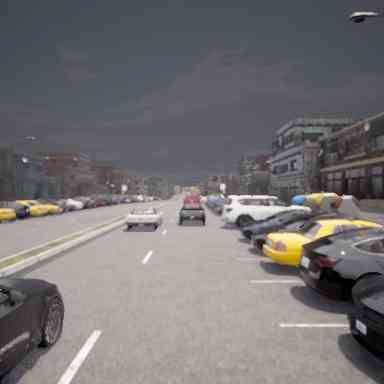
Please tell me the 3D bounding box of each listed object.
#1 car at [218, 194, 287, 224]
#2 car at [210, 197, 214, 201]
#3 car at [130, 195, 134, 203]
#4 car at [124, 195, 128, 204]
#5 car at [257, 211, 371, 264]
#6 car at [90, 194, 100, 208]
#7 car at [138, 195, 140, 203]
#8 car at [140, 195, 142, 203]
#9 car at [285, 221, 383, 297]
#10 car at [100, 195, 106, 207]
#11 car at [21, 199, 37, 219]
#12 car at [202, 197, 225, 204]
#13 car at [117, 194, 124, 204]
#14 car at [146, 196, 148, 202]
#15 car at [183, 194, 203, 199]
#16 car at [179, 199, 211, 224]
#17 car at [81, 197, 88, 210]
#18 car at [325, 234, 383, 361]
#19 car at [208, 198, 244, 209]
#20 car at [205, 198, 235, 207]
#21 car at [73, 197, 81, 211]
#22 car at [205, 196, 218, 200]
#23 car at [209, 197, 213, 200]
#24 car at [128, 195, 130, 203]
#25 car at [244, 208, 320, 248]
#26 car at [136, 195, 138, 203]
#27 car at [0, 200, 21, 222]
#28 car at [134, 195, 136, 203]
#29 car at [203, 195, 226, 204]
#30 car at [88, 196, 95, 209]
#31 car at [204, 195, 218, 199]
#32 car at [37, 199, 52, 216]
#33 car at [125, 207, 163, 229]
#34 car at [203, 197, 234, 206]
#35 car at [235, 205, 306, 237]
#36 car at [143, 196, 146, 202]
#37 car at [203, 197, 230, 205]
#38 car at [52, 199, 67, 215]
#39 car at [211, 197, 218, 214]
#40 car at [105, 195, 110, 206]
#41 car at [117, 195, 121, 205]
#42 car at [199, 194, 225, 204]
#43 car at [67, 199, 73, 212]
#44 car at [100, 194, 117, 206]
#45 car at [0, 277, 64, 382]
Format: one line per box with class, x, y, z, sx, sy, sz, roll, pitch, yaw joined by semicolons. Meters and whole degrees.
car;4.676;1.250;20.888;5.566;2.045;2.435;0;0;0
car;4.639;1.571;34.906;4.792;1.488;2.163;0;0;0
car;-15.742;1.761;71.246;5.366;1.575;1.946;0;-1;0
car;-15.896;1.714;65.733;5.008;1.535;2.097;0;0;0
car;4.864;1.484;9.771;5.366;1.575;1.946;0;0;0
car;-15.780;1.460;46.433;4.553;1.767;2.185;0;0;0
car;-15.937;1.637;79.510;5.566;2.045;2.435;0;-1;0
car;-16.020;2.033;85.013;4.792;1.488;2.163;0;-1;0
car;4.715;1.515;6.992;4.792;1.488;2.163;0;0;0
car;-15.819;1.601;49.190;5.008;1.535;2.097;0;0;0
car;-15.744;1.542;27.128;4.792;1.488;2.163;0;0;0
car;4.508;1.793;71.029;4.674;1.452;2.002;0;-1;0
car;-15.920;1.568;62.976;4.553;1.767;2.185;0;0;0
car;-16.002;1.958;93.287;5.566;2.045;2.435;0;-1;0
car;-0.021;1.314;42.628;2.150;2.045;5.566;0;0;0
car;0.027;1.521;24.784;2.128;1.511;4.902;0;0;0
car;-15.783;1.599;40.882;4.674;1.452;2.002;0;0;0
car;4.699;1.483;4.337;5.008;1.535;2.097;0;0;0
car;4.608;1.618;46.023;4.792;1.488;2.163;0;0;0
car;4.527;1.664;54.359;4.792;1.488;2.163;0;0;0
car;-15.743;1.576;38.160;4.792;1.488;2.163;0;0;0
car;4.581;1.575;43.119;5.008;1.535;2.097;0;0;0
car;4.599;1.592;37.685;4.674;1.452;2.002;0;0;0
car;-15.912;1.778;68.487;4.674;1.452;2.002;0;-1;0
car;4.642;1.519;12.550;4.792;1.488;2.163;0;0;0
car;-15.924;1.588;76.758;5.566;2.045;2.435;0;-1;0
car;-15.882;1.503;24.369;5.366;1.575;1.946;0;0;0
car;-15.912;1.549;74.001;5.566;2.045;2.435;0;-1;0
car;4.486;1.602;68.253;4.553;1.767;2.185;0;-1;0
car;-15.828;1.601;43.676;4.792;1.488;2.163;0;0;0
car;4.565;1.605;48.801;4.892;1.521;2.231;0;0;0
car;-15.918;1.515;29.883;5.366;1.575;1.946;0;0;0
car;-2.963;1.624;21.629;1.895;1.301;4.718;0;0;0
car;4.726;1.665;59.793;5.366;1.575;1.946;0;0;0
car;4.635;1.522;15.327;4.792;1.488;2.163;0;0;0
car;-16.045;1.887;90.531;5.566;2.045;2.435;0;-1;0
car;4.539;1.688;62.572;4.892;1.521;2.231;0;0;0
car;-15.561;1.524;32.648;5.366;1.575;1.946;0;0;0
car;4.624;1.532;32.127;4.892;1.521;2.231;0;0;0
car;-15.808;1.647;51.945;4.792;1.488;2.163;0;0;0
car;-15.905;1.704;60.218;4.792;1.488;2.163;0;0;0
car;4.474;1.534;73.808;5.566;2.045;2.435;0;-1;0
car;-15.730;1.566;35.405;4.792;1.488;2.163;0;0;0
car;-15.878;1.385;54.705;5.566;2.045;2.435;0;0;0
car;-2.909;1.529;3.307;1.812;1.442;4.674;0;0;0
